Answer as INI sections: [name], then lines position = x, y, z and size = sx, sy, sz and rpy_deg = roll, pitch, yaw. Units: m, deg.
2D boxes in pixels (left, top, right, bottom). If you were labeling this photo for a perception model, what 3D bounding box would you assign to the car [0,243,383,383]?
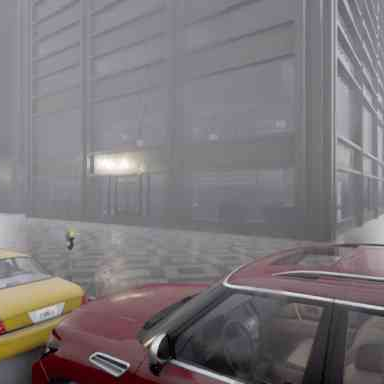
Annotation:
[car]
position = 1.017, 1.315, 2.237
size = 5.009, 1.841, 2.192
rpy_deg = 0, 0, 35
